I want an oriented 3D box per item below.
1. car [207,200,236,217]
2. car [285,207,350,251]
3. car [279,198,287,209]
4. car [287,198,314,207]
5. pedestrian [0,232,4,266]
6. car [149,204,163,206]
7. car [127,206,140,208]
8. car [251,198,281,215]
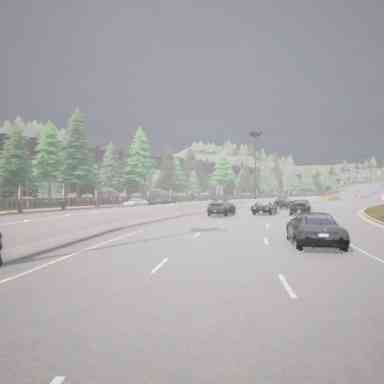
[{"bbox_3d":[2.889,1.490,31.613,2.128,1.511,4.902,0,0,20],"label":"car"},{"bbox_3d":[5.222,1.563,14.220,1.994,1.385,4.181,0,0,10],"label":"car"},{"bbox_3d":[11.844,1.502,42.799,1.837,1.490,4.892,0,0,29],"label":"car"},{"bbox_3d":[10.618,1.501,32.231,1.837,1.490,4.892,0,-1,22],"label":"car"},{"bbox_3d":[-5.832,1.573,9.989,0.375,1.300,0.375,0,0,7],"label":"pedestrian"},{"bbox_3d":[-3.926,1.475,42.982,1.882,1.535,5.008,0,0,26],"label":"car"},{"bbox_3d":[-7.484,1.523,43.643,1.812,1.442,4.674,0,0,26],"label":"car"},{"bbox_3d":[7.359,1.599,33.497,1.895,1.301,4.718,0,0,23],"label":"car"}]
